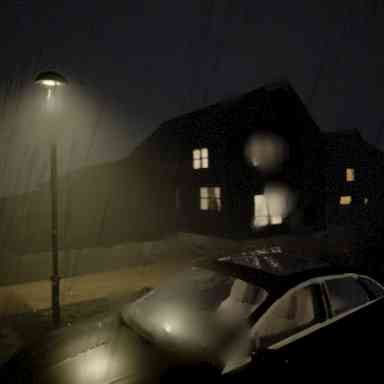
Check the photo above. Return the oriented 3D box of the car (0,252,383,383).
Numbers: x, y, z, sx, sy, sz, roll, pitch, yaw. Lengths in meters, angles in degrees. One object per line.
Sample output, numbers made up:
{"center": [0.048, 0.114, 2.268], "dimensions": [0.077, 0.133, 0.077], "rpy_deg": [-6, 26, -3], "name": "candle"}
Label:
{"center": [0.605, 1.490, 3.493], "dimensions": [4.902, 1.511, 2.128], "rpy_deg": [0, 0, -35], "name": "car"}
